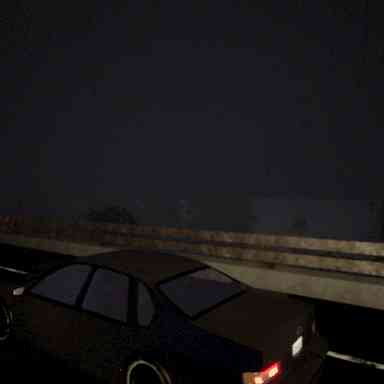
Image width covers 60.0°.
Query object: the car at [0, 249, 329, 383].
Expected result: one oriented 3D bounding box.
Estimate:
[{"bbox_3d":[-1.008,1.571,4.732,5.357,1.411,2.033,0,0,36],"label":"car"}]
